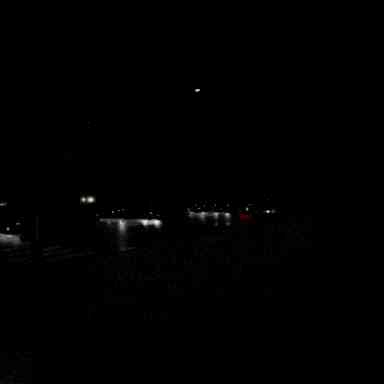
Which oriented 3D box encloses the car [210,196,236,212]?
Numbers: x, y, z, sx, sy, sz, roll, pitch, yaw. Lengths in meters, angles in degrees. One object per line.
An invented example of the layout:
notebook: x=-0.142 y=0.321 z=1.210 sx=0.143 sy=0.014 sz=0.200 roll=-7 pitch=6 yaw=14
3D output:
car: x=4.354 y=1.467 z=36.703 sx=1.895 sy=1.301 sz=4.718 roll=0 pitch=0 yaw=36

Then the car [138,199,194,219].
car: x=-2.060 y=1.477 z=27.653 sx=1.994 sy=1.385 sz=4.181 roll=0 pitch=0 yaw=35

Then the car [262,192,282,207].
car: x=10.716 y=1.038 z=45.613 sx=2.150 sy=2.045 sz=5.566 roll=0 pitch=0 yaw=35

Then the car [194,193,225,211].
car: x=2.087 y=1.092 z=39.113 sx=2.150 sy=2.045 sz=5.566 roll=0 pitch=0 yaw=36

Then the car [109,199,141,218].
car: x=-5.032 y=1.429 z=29.073 sx=1.837 sy=1.490 sz=4.892 roll=0 pitch=0 yaw=35

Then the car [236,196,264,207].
car: x=8.425 y=1.315 z=47.991 sx=2.128 sy=1.511 sz=4.902 roll=0 pitch=0 yaw=35

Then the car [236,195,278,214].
car: x=6.737 y=1.368 z=34.100 sx=1.837 sy=1.490 sz=4.892 roll=0 pitch=1 yaw=35

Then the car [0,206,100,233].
car: x=-7.950 y=1.503 z=19.316 sx=2.033 sy=1.411 sz=5.357 roll=0 pitch=0 yaw=35
